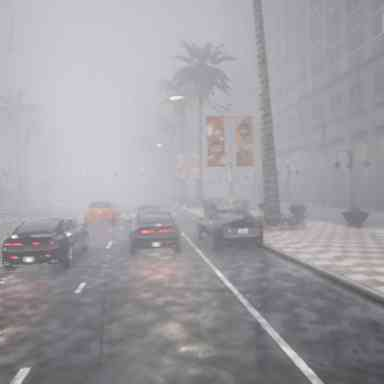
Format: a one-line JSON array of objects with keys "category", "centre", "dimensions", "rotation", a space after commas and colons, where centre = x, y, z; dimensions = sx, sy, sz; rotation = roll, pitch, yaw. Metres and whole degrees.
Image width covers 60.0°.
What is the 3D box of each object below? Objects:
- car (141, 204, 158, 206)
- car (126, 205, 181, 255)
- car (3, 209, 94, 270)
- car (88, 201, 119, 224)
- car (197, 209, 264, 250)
[{"category": "car", "centre": [-3.007, 1.554, 23.701], "dimensions": [2.033, 1.411, 5.357], "rotation": [-2, 0, -8]}, {"category": "car", "centre": [-1.551, 1.504, 13.485], "dimensions": [1.837, 1.490, 4.892], "rotation": [-2, 0, -9]}, {"category": "car", "centre": [-4.868, 1.607, 11.627], "dimensions": [1.837, 1.490, 4.892], "rotation": [-2, 1, -8]}, {"category": "car", "centre": [-6.823, 1.463, 25.460], "dimensions": [2.097, 1.767, 4.553], "rotation": [-2, 0, -8]}, {"category": "car", "centre": [1.450, 1.424, 14.001], "dimensions": [2.161, 1.482, 4.786], "rotation": [-2, 0, -9]}]
